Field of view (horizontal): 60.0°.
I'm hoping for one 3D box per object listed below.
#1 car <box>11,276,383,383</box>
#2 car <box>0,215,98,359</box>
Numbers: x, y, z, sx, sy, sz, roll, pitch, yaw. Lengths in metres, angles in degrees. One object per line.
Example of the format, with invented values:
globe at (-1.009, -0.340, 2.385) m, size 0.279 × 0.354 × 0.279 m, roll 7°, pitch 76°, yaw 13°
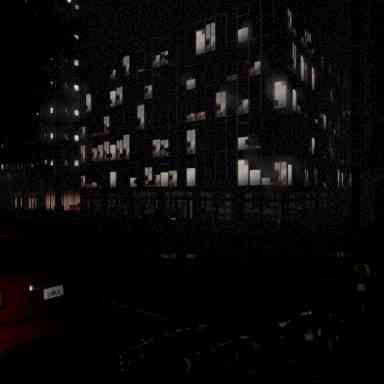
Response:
car at (0.850, 1.566, 2.272) m, size 4.313 × 1.339 × 1.947 m, roll 0°, pitch 0°, yaw 36°
car at (-3.645, 1.315, 5.481) m, size 5.009 × 1.841 × 2.192 m, roll 0°, pitch 0°, yaw 36°
